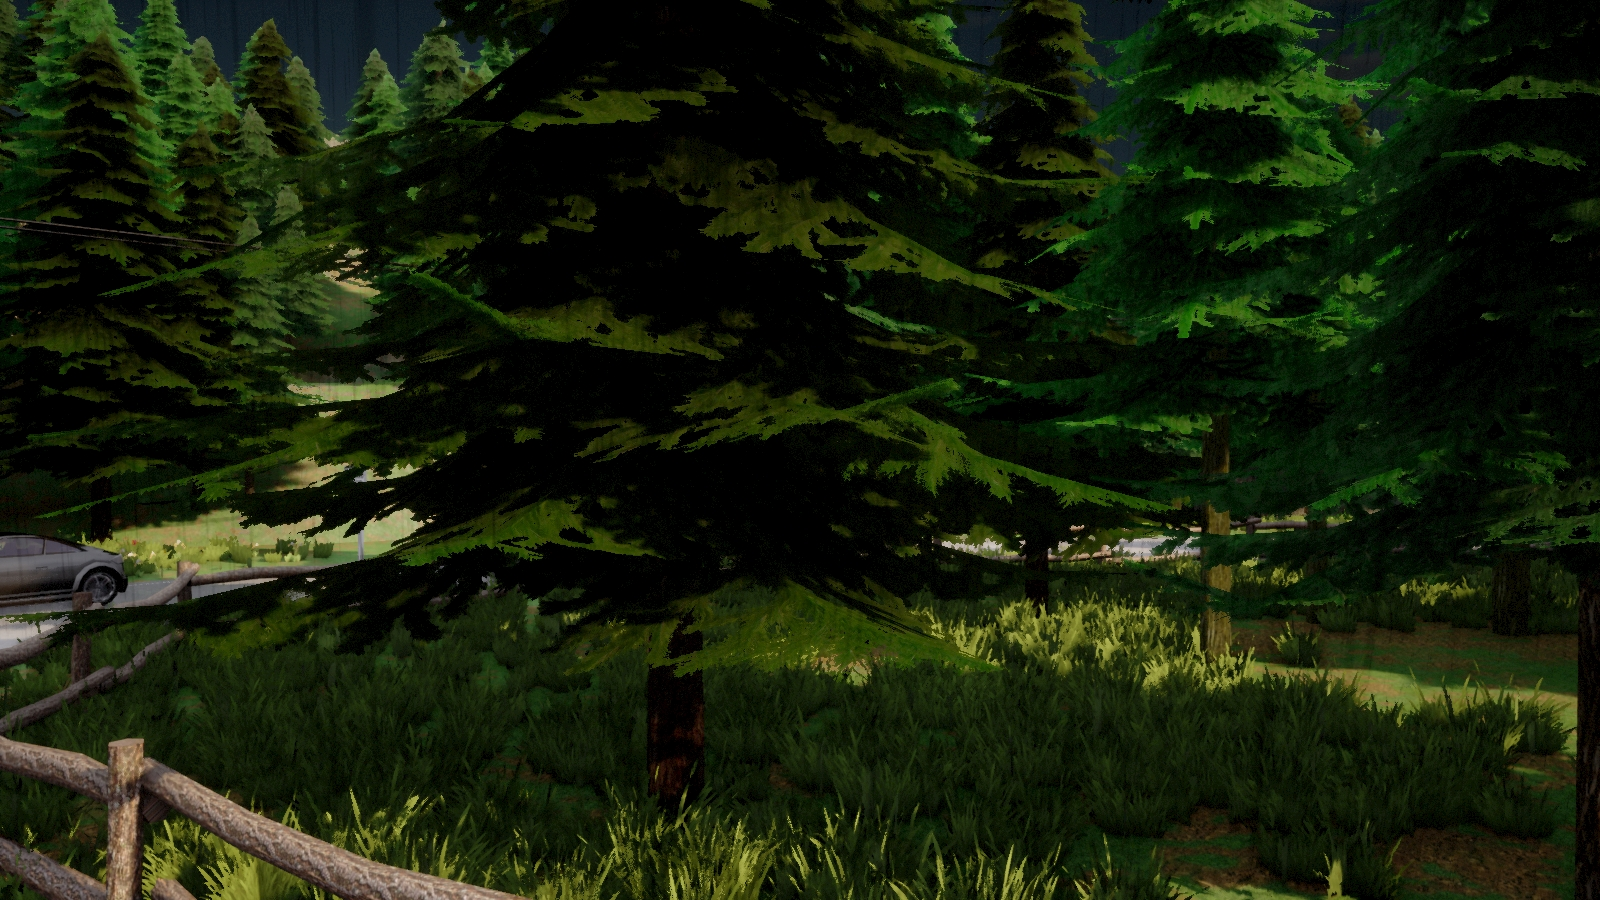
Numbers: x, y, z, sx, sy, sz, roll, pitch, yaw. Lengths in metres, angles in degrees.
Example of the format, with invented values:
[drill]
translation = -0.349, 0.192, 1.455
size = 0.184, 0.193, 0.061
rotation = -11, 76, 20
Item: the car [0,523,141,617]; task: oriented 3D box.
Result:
[car]
translation = -14.212, 2.119, 20.008
size = 1.994, 1.385, 4.181
rotation = 0, 0, 33
